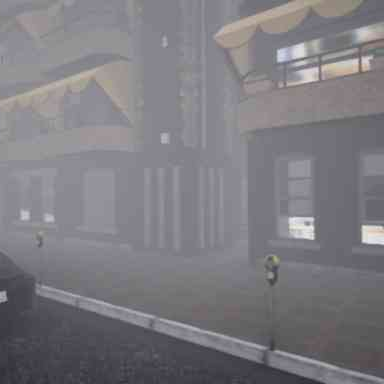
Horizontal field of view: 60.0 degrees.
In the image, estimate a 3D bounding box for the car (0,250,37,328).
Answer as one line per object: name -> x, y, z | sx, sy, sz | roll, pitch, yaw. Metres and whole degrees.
car -> -4.609, 1.647, 6.168 | 4.313, 1.339, 1.947 | -1, 0, 36
